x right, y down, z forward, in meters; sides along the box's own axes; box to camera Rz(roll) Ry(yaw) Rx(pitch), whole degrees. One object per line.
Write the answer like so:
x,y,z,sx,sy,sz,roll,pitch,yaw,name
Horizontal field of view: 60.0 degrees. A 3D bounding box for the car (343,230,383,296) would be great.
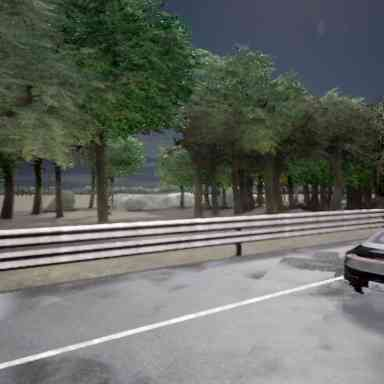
5.351,1.490,7.387,4.902,1.511,2.128,0,0,-34,car
